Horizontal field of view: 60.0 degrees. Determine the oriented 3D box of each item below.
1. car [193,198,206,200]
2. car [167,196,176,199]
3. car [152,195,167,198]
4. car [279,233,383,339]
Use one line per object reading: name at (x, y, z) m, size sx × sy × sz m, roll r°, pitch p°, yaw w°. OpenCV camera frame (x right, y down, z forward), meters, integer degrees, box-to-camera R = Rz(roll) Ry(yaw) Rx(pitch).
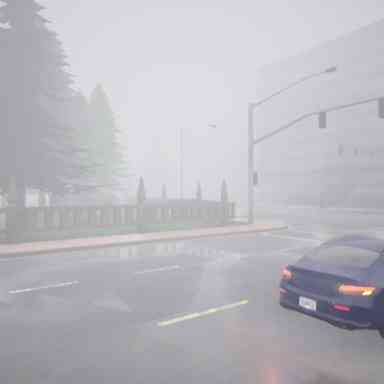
car at (0.780, 1.408, 35.493) m, size 1.882 × 1.535 × 5.008 m, roll 0°, pitch 0°, yaw -30°
car at (-4.859, 1.528, 69.391) m, size 1.895 × 1.301 × 4.718 m, roll 0°, pitch 0°, yaw 14°
car at (-5.410, 1.279, 52.066) m, size 2.097 × 1.767 × 4.553 m, roll 0°, pitch 0°, yaw -7°
car at (3.638, 1.521, 6.363) m, size 4.674 × 1.442 × 1.812 m, roll 0°, pitch 0°, yaw -35°
